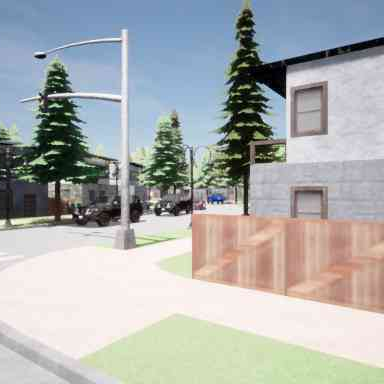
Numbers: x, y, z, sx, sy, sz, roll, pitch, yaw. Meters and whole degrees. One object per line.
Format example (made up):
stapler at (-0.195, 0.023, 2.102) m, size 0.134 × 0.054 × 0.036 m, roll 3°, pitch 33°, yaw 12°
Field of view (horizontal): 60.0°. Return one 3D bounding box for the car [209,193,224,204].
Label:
car at (4.266, 1.202, 60.854) m, size 2.150 × 2.045 × 5.566 m, roll 0°, pitch 0°, yaw -9°

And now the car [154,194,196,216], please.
car at (-1.747, 1.202, 32.471) m, size 2.150 × 2.045 × 5.566 m, roll 0°, pitch 0°, yaw 18°

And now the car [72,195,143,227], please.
car at (-5.640, 1.202, 23.094) m, size 2.150 × 2.045 × 5.566 m, roll 0°, pitch 0°, yaw 27°

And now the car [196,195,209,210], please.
car at (0.510, 1.333, 42.070) m, size 2.097 × 1.767 × 4.553 m, roll 0°, pitch 0°, yaw 9°
